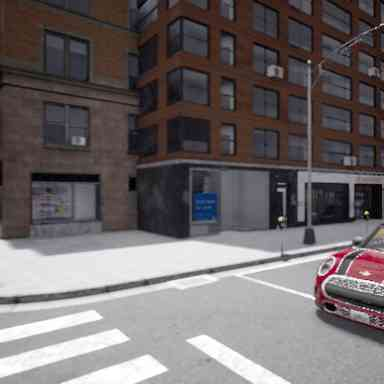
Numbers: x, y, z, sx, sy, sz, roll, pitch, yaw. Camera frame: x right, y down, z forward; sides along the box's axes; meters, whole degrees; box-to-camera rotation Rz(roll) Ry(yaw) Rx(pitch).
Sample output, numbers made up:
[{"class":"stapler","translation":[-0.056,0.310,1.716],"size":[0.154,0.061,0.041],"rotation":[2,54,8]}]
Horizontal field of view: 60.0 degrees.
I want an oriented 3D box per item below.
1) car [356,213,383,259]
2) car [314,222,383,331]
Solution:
[{"class":"car","translation":[8.269,1.516,12.426],"size":[4.829,1.417,1.752],"rotation":[0,0,-35]},{"class":"car","translation":[4.434,1.347,6.512],"size":[4.553,1.767,2.097],"rotation":[0,0,-36]}]
